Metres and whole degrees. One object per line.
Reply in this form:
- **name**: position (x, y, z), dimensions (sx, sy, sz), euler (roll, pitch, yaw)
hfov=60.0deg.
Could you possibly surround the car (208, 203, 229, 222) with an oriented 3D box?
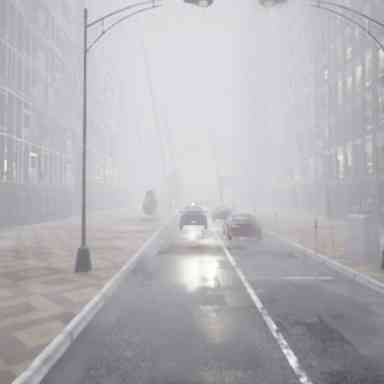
- **car**: position (2.578, 1.864, 28.616), dimensions (1.802, 1.307, 4.206), euler (1, -1, 0)

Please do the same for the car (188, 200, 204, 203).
- **car**: position (0.101, 1.960, 41.187), dimensions (2.033, 1.411, 5.357), euler (0, -1, 0)

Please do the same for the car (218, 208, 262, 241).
- **car**: position (2.578, 1.752, 17.483), dimensions (1.802, 1.307, 4.206), euler (1, -1, 0)

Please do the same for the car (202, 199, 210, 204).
- **car**: position (2.580, 2.138, 67.589), dimensions (1.967, 1.590, 4.097), euler (1, -1, 0)

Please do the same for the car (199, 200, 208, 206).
- **car**: position (2.578, 2.342, 73.154), dimensions (1.802, 1.307, 4.206), euler (1, -1, 0)

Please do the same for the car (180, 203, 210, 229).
- **car**: position (0.100, 1.754, 23.333), dimensions (1.812, 1.442, 4.674), euler (0, -1, 0)
